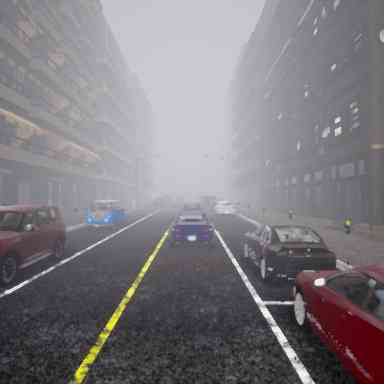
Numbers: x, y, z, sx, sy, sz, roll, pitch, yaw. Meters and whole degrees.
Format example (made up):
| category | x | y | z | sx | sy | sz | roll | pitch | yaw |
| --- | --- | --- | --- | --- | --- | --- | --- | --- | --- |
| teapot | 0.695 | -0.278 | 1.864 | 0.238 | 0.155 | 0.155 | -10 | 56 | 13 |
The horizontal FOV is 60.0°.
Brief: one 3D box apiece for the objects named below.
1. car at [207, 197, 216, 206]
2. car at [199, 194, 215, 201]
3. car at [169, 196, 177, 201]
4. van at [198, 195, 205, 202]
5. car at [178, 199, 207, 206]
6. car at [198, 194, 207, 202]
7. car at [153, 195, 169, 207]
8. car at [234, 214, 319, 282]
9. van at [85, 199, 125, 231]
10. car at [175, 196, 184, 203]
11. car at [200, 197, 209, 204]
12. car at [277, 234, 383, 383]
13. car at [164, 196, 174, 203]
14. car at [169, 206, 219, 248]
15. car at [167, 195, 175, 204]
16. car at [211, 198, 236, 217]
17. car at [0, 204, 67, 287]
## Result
| category | x | y | z | sx | sy | sz | roll | pitch | yaw |
| --- | --- | --- | --- | --- | --- | --- | --- | --- | --- |
| car | 3.023 | 1.576 | 38.132 | 1.812 | 1.442 | 4.674 | 0 | 0 | 0 |
| car | 2.554 | 1.390 | 48.217 | 2.192 | 1.841 | 5.009 | 1 | 0 | 0 |
| car | -5.301 | 1.844 | 92.522 | 1.802 | 1.307 | 4.206 | 1 | 0 | 0 |
| van | 2.551 | 1.573 | 86.937 | 1.690 | 1.788 | 3.998 | 1 | 0 | 0 |
| car | 0.000 | 1.605 | 29.659 | 1.994 | 1.385 | 4.181 | 0 | 0 | 0 |
| car | 2.552 | 1.518 | 81.406 | 2.192 | 1.841 | 5.009 | 1 | 0 | 0 |
| car | -5.298 | 1.658 | 53.807 | 1.947 | 1.339 | 4.313 | 1 | 0 | 0 |
| car | 2.584 | 1.555 | 9.501 | 2.008 | 1.369 | 4.403 | 1 | 0 | 0 |
| van | -5.291 | 1.356 | 20.623 | 1.690 | 1.788 | 3.998 | 2 | 0 | 0 |
| car | -2.751 | 1.608 | 75.961 | 1.882 | 1.535 | 5.008 | 0 | 0 | 0 |
| car | 2.547 | 1.735 | 70.342 | 1.802 | 1.307 | 4.206 | 1 | 0 | 0 |
| car | 2.584 | 1.545 | 3.969 | 1.887 | 1.381 | 4.507 | 1 | 0 | 0 |
| car | -5.299 | 1.722 | 75.928 | 1.887 | 1.381 | 4.507 | 1 | 0 | 0 |
| car | 0.000 | 1.543 | 14.655 | 1.812 | 1.442 | 4.674 | 0 | 0 | 0 |
| car | -5.293 | 1.468 | 70.398 | 2.192 | 1.841 | 5.009 | 1 | 0 | 0 |
| car | 3.023 | 1.560 | 31.131 | 1.812 | 1.442 | 4.674 | 0 | 0 | 0 |
| car | -5.290 | 1.319 | 9.564 | 2.192 | 1.841 | 5.009 | 2 | 0 | 0 |
